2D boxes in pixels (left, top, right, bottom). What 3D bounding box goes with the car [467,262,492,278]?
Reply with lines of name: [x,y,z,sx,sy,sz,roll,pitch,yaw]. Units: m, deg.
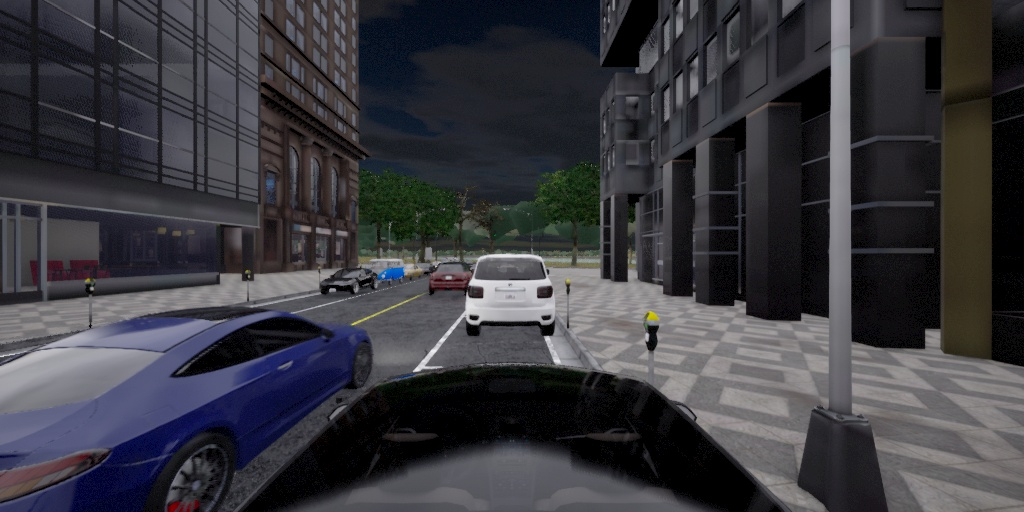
car: [-3.126,1.320,34.966,1.994,1.385,4.181,0,0,0]

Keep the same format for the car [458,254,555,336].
car: [-0.039,0.971,10.530,2.150,2.045,5.566,0,0,0]

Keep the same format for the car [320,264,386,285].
car: [-8.908,1.317,19.986,1.948,1.339,4.313,0,0,0]

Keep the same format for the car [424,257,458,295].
car: [-3.127,1.102,19.891,2.097,1.767,4.553,0,0,0]

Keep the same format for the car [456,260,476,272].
car: [-6.155,1.310,48.997,2.033,1.411,5.357,0,0,0]

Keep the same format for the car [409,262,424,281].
car: [-8.908,1.280,30.691,1.751,1.417,4.829,0,0,0]

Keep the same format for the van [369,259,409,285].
van: [-8.908,1.093,25.423,1.690,1.789,3.998,0,0,0]

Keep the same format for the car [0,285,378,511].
car: [-3.147,1.275,3.868,1.812,1.442,4.674,0,0,0]
